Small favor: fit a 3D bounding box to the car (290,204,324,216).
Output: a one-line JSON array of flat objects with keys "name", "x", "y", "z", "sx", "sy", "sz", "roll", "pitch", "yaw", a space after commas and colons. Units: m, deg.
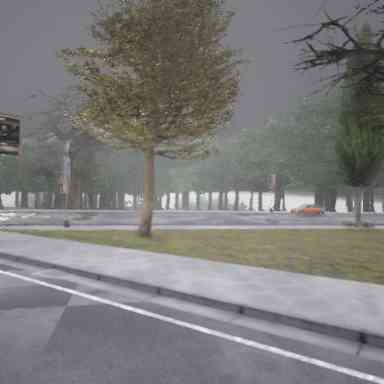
[{"name": "car", "x": 16.316, "y": 2.501, "z": 47.363, "sx": 4.553, "sy": 1.767, "sz": 2.097, "roll": 1, "pitch": 1, "yaw": -11}]
